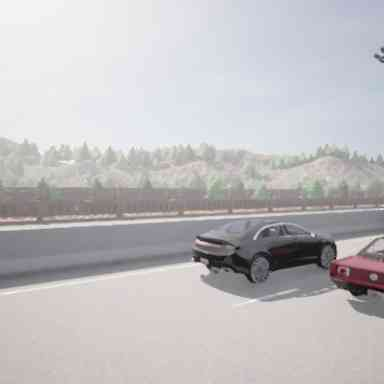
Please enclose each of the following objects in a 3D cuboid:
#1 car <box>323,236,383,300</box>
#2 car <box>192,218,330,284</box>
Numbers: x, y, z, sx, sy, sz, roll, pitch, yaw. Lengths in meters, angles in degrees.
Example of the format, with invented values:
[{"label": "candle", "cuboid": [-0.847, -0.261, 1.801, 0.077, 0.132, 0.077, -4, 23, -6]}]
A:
[{"label": "car", "cuboid": [5.237, 1.637, 7.483, 4.718, 1.301, 1.895, 0, 0, -36]}, {"label": "car", "cuboid": [2.284, 1.523, 9.675, 4.902, 1.511, 2.128, 0, 0, -36]}]
